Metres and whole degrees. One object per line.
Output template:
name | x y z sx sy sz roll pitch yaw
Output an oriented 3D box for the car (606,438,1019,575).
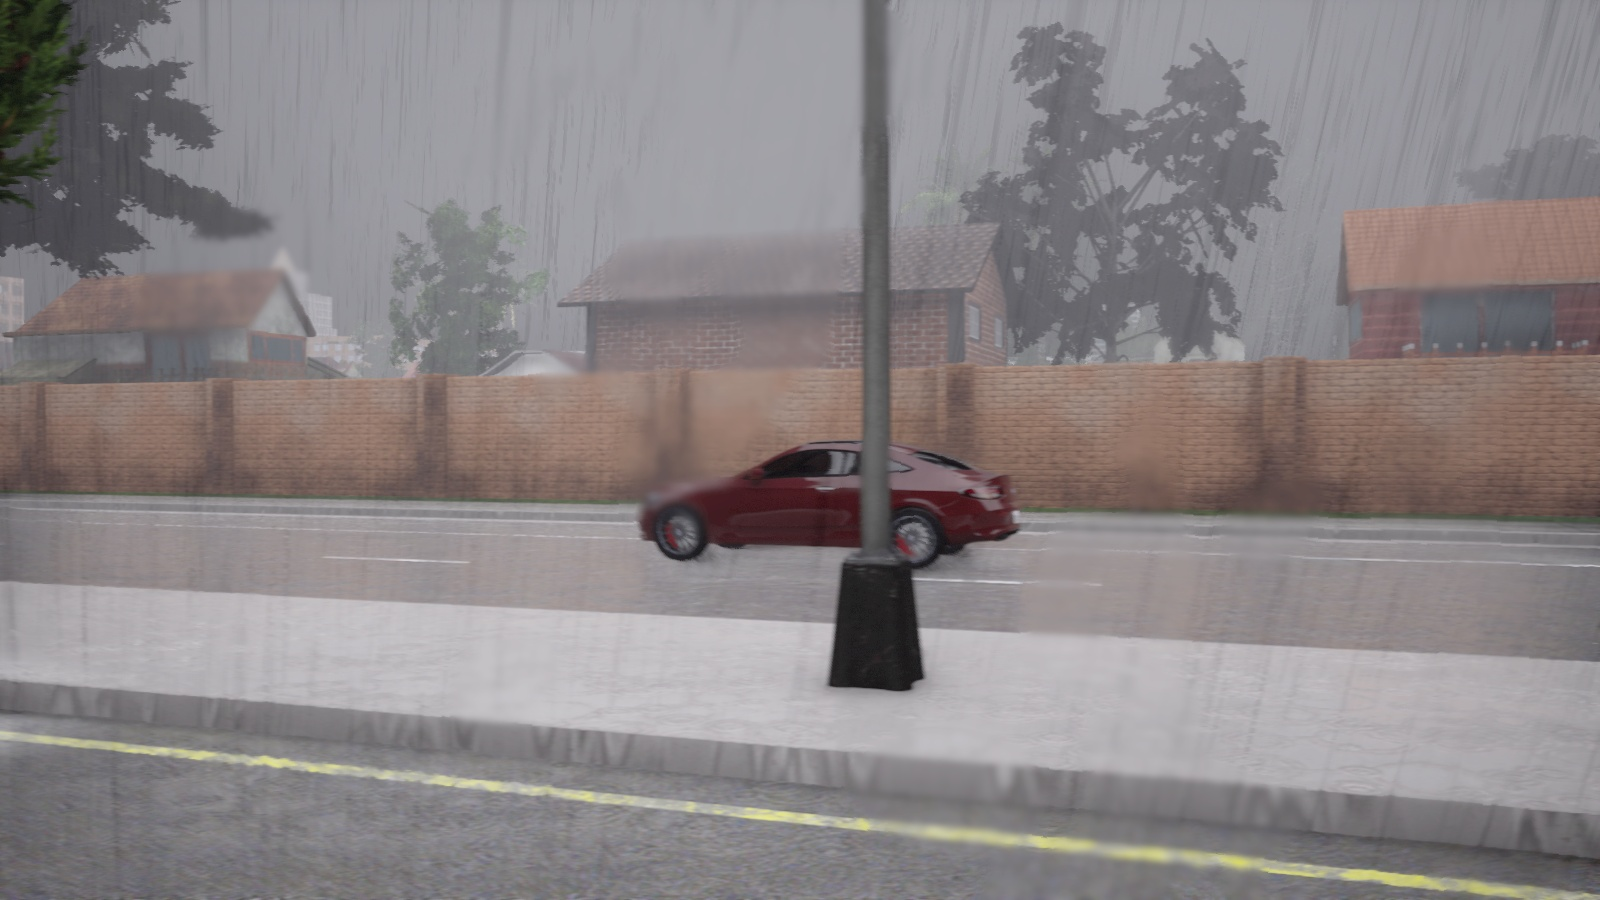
car | 0.166 0.599 15.267 4.674 1.442 1.812 1 1 19
